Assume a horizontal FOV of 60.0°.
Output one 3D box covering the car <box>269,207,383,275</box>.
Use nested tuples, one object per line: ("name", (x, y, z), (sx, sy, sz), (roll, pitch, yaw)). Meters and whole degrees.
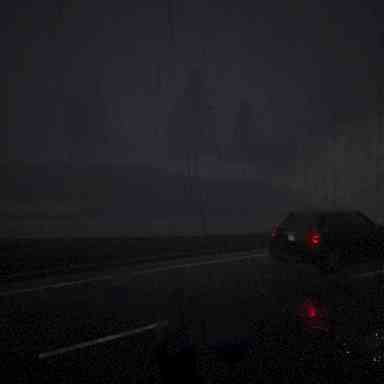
("car", (4.727, 1.342, 10.598), (4.553, 1.767, 2.097), (0, 0, -29))
